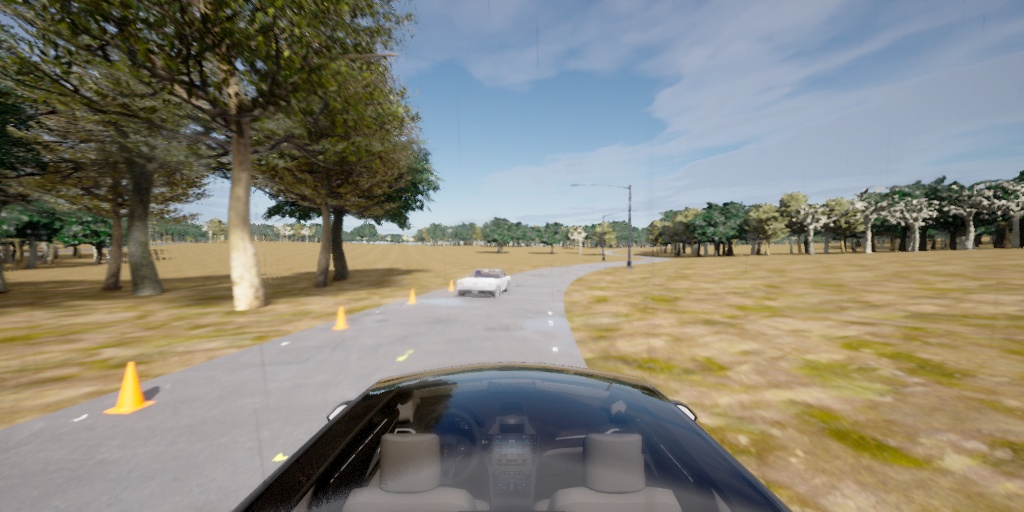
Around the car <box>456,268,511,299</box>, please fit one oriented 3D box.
[{"bbox_3d":[-1.307,1.301,18.133,1.895,1.301,4.718,1,0,9],"label":"car"}]

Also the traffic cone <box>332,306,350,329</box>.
[{"bbox_3d":[-4.646,1.662,9.763,0.340,0.580,0.340,0,0,5],"label":"traffic cone"}]

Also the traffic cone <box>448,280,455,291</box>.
[{"bbox_3d":[-3.366,1.631,19.929,0.340,0.580,0.340,0,0,10],"label":"traffic cone"}]

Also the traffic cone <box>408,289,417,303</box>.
[{"bbox_3d":[-4.124,1.646,14.861,0.340,0.580,0.340,0,0,7],"label":"traffic cone"}]

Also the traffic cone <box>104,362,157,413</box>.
[{"bbox_3d":[-4.933,1.672,4.647,0.340,0.580,0.340,0,0,2],"label":"traffic cone"}]
